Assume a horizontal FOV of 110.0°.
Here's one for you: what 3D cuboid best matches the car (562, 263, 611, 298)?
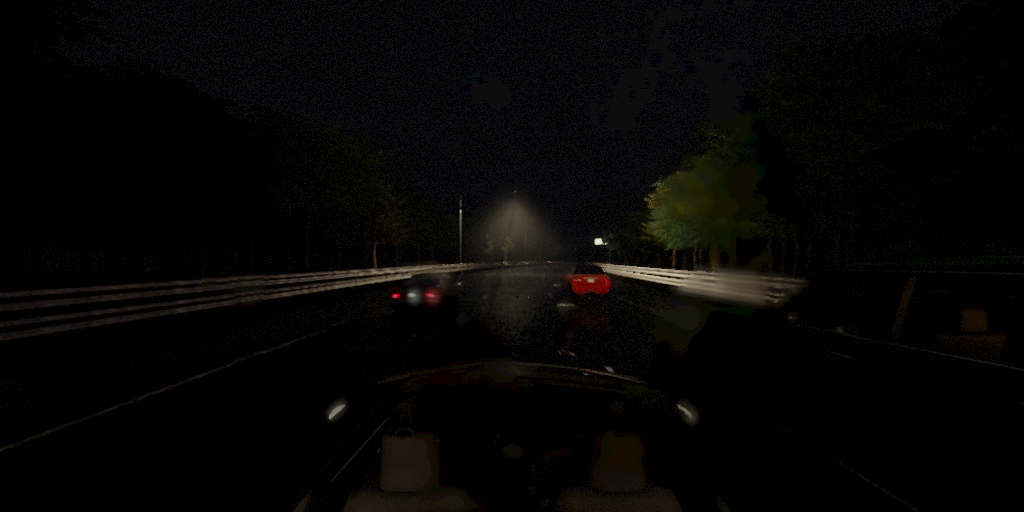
[{"bbox_3d":[4.031,1.274,20.052,2.097,1.767,4.553,0,-1,2],"label":"car"}]

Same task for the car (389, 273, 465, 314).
[{"bbox_3d":[-3.202,1.403,14.432,2.033,1.411,5.357,0,0,2],"label":"car"}]

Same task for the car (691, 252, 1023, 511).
[{"bbox_3d":[3.628,0.995,2.762,2.150,2.045,5.566,0,0,0],"label":"car"}]
